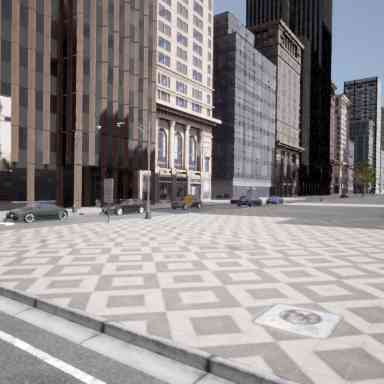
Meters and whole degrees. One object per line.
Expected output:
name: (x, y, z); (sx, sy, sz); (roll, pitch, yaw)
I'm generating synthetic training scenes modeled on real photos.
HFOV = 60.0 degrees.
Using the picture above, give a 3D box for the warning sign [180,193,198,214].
warning sign: (-0.265, 1.077, 30.688); (1.300, 1.860, 1.060); (1, 1, 35)

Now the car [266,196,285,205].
car: (13.943, 1.363, 55.474); (1.994, 1.385, 4.181); (1, 1, 35)

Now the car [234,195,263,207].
car: (8.342, 1.193, 47.469); (2.097, 1.767, 4.553); (1, 1, 36)

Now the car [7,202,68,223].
car: (-11.470, 1.471, 24.932); (1.994, 1.385, 4.181); (1, 1, 35)

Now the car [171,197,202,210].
car: (-0.601, 1.338, 40.276); (1.837, 1.490, 4.892); (1, 1, 35)

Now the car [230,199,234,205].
car: (7.704, 1.377, 51.873); (1.895, 1.301, 4.718); (1, 1, 36)

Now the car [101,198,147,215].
car: (-6.458, 1.378, 32.008); (1.837, 1.490, 4.892); (1, 1, 35)
